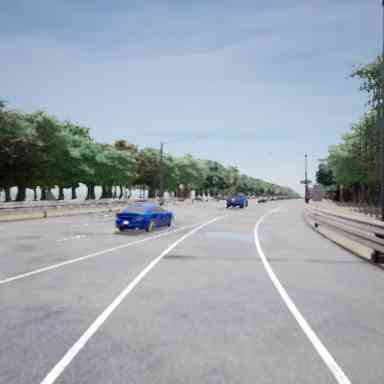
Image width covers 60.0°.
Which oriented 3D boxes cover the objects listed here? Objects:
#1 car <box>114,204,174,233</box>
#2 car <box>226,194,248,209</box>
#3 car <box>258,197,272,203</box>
[{"bbox_3d":[-2.650,1.460,19.686,1.882,1.535,5.008,0,0,19],"label":"car"},{"bbox_3d":[6.295,1.260,46.145,2.150,2.045,5.566,0,0,19],"label":"car"},{"bbox_3d":[16.346,1.808,75.612,1.895,1.301,4.718,0,-1,19],"label":"car"}]
